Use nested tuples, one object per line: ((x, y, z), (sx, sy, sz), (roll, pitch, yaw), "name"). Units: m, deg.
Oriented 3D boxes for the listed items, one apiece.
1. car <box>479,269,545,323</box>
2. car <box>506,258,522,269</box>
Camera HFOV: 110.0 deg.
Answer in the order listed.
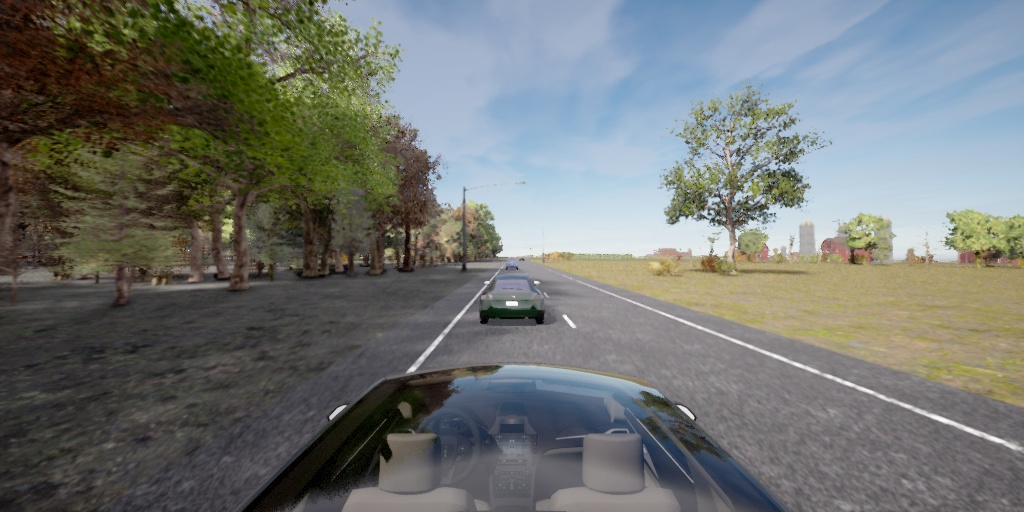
((0.001, 1.322, 12.150), (1.994, 1.385, 4.181), (0, 0, 0), "car")
((0.010, 1.300, 53.839), (2.033, 1.411, 5.357), (0, 0, 0), "car")
